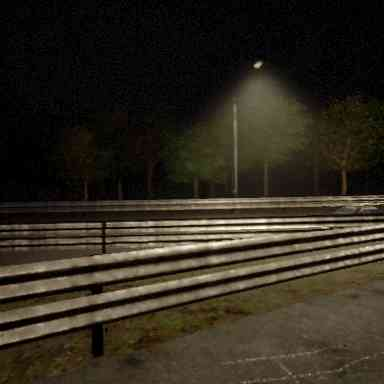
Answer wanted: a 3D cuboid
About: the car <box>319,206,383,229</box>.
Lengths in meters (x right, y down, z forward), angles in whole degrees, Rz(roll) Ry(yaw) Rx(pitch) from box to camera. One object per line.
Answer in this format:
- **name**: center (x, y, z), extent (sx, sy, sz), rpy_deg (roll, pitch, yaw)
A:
- **car**: center (9.218, 1.403, 17.548), extent (4.718, 1.301, 1.895), rpy_deg (-1, 1, -6)
